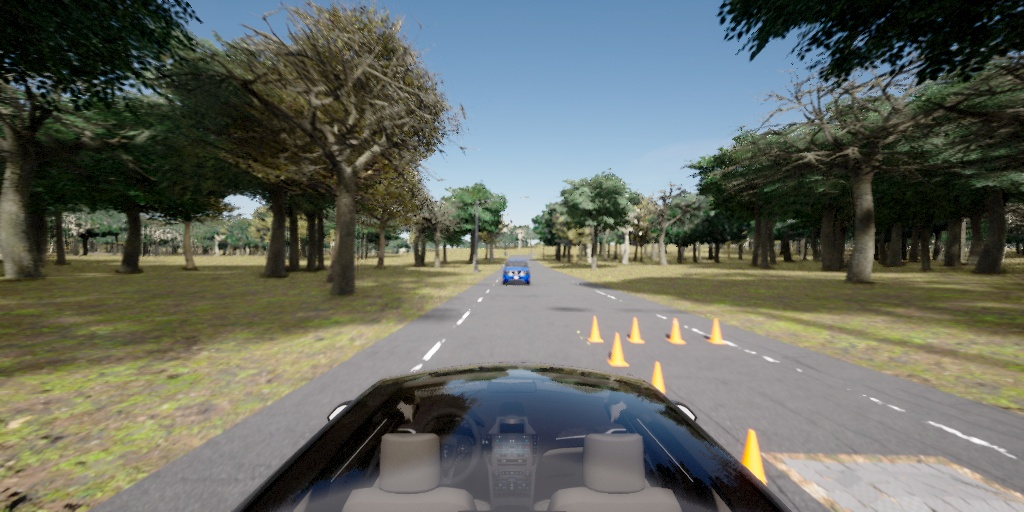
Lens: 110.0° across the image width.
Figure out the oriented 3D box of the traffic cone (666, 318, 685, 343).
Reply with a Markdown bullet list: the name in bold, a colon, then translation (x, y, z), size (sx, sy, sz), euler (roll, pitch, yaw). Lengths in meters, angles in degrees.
- **traffic cone**: translation (4.074, 1.834, 8.946), size (0.340, 0.580, 0.340), euler (0, 0, 1)

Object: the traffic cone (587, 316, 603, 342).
- **traffic cone**: translation (2.074, 1.811, 8.975), size (0.340, 0.580, 0.340), euler (0, 0, 1)

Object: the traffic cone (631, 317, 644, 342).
- **traffic cone**: translation (3.074, 1.823, 8.961), size (0.340, 0.580, 0.340), euler (0, 0, 1)

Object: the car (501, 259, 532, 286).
- **car**: translation (0.364, 1.249, 29.023), size (2.150, 2.045, 5.566), euler (1, -1, 1)

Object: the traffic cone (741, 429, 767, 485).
- **traffic cone**: translation (1.988, 1.744, 2.976), size (0.340, 0.580, 0.340), euler (0, 0, 1)

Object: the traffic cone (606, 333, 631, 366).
- **traffic cone**: translation (2.046, 1.789, 6.976), size (0.340, 0.580, 0.340), euler (0, 0, 1)

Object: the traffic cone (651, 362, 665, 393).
- **traffic cone**: translation (2.017, 1.767, 4.976), size (0.340, 0.580, 0.340), euler (0, 0, 1)

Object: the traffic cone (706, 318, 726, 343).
- **traffic cone**: translation (5.073, 1.846, 8.931), size (0.340, 0.580, 0.340), euler (0, 0, 1)
